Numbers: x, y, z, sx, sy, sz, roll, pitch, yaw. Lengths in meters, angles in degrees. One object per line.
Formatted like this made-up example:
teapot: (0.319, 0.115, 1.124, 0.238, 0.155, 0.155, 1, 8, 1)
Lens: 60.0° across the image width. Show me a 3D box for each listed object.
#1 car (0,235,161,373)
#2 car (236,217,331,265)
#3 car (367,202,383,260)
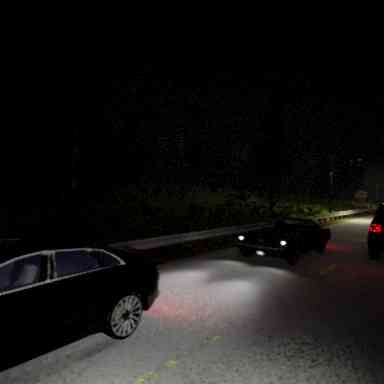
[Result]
car: (-2.502, 1.396, 4.360, 2.128, 1.511, 4.902, 2, 0, 37)
car: (3.500, 1.640, 12.211, 1.895, 1.301, 4.718, 2, 0, 38)
car: (8.156, 1.394, 12.366, 2.150, 2.045, 5.566, 2, 0, 39)
